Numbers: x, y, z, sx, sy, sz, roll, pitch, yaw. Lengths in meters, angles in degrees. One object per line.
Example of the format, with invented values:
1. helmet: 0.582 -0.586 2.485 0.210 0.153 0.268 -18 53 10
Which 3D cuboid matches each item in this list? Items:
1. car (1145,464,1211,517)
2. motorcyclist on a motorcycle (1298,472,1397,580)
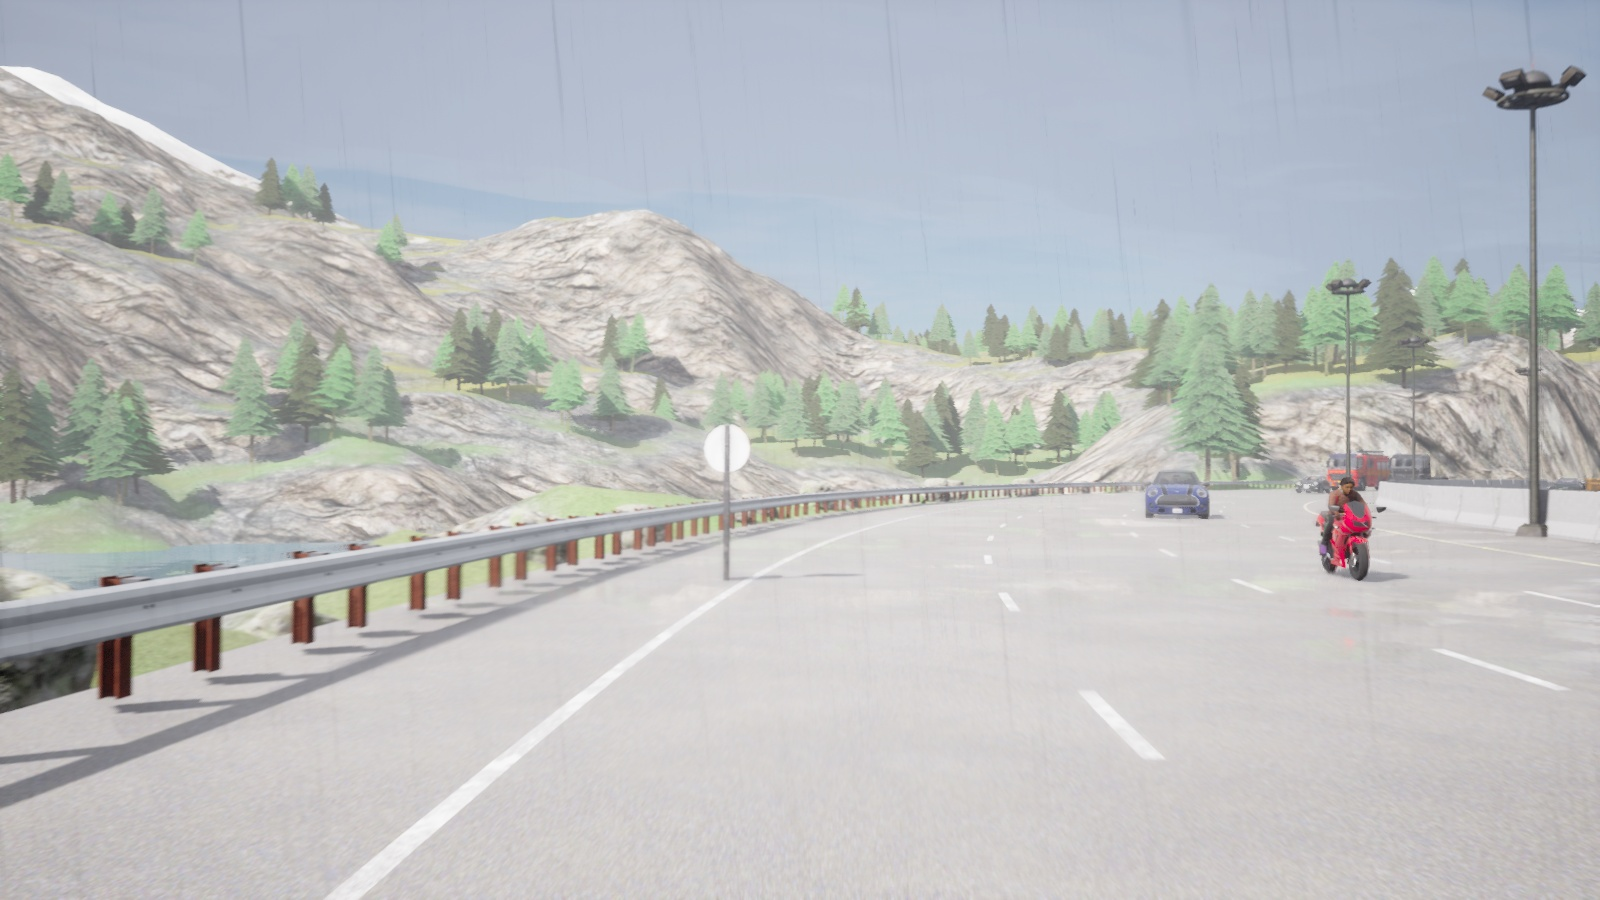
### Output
1. car: 13.186 1.381 43.995 2.097 1.767 4.553 0 -1 16
2. motorcyclist on a motorcycle: 8.173 1.095 18.853 0.797 1.523 2.044 1 -1 7
